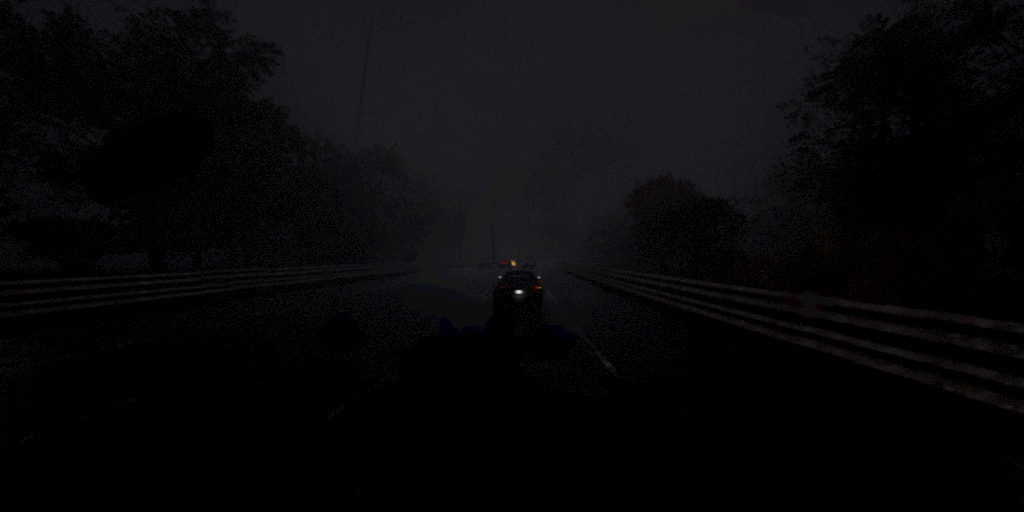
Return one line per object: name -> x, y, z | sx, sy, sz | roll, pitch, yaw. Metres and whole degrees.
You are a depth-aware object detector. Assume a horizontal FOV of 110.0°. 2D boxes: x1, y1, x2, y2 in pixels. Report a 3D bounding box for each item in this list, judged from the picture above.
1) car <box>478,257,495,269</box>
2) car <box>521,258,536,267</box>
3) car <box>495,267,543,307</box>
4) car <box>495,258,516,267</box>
car -> -4.439, 1.389, 59.107 | 1.812, 1.442, 4.674 | 0, 0, 5
car -> 2.541, 1.408, 58.594 | 1.812, 1.442, 4.674 | 0, 0, 5
car -> 0.321, 1.340, 15.702 | 1.994, 1.385, 4.181 | 0, 0, 2
car -> -0.984, 1.363, 58.436 | 2.128, 1.511, 4.902 | 0, 0, 5
